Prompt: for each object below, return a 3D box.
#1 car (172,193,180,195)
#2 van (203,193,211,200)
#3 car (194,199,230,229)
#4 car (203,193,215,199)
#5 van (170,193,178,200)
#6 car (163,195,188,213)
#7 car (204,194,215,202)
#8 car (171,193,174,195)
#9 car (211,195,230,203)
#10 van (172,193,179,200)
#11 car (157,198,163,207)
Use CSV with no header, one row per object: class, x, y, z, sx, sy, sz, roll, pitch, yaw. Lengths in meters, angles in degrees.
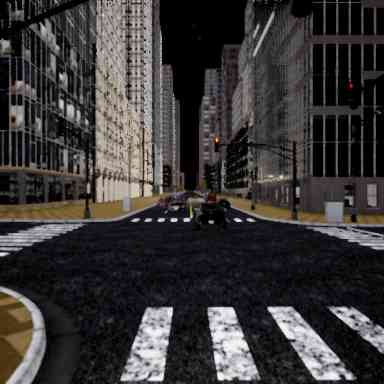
car,-1.653,1.367,52.030,2.128,1.511,4.902,0,0,0
van,3.567,1.115,81.130,1.690,1.788,3.998,0,0,0
car,1.217,1.471,21.610,1.837,1.490,4.892,0,0,2
car,3.668,1.149,64.547,2.192,1.841,5.009,0,0,0
van,-4.313,1.115,81.083,1.690,1.788,3.998,0,0,0
car,-1.565,1.418,35.403,2.128,1.511,4.902,0,0,1
car,3.634,1.254,70.076,1.967,1.590,4.097,0,0,0
car,-4.212,1.400,64.501,1.947,1.339,4.313,0,0,0
car,3.850,1.471,42.439,1.947,1.339,4.313,0,0,0
van,-4.346,1.095,86.610,1.690,1.788,3.998,0,0,0
car,-4.113,1.471,47.918,1.802,1.307,4.206,0,0,0
